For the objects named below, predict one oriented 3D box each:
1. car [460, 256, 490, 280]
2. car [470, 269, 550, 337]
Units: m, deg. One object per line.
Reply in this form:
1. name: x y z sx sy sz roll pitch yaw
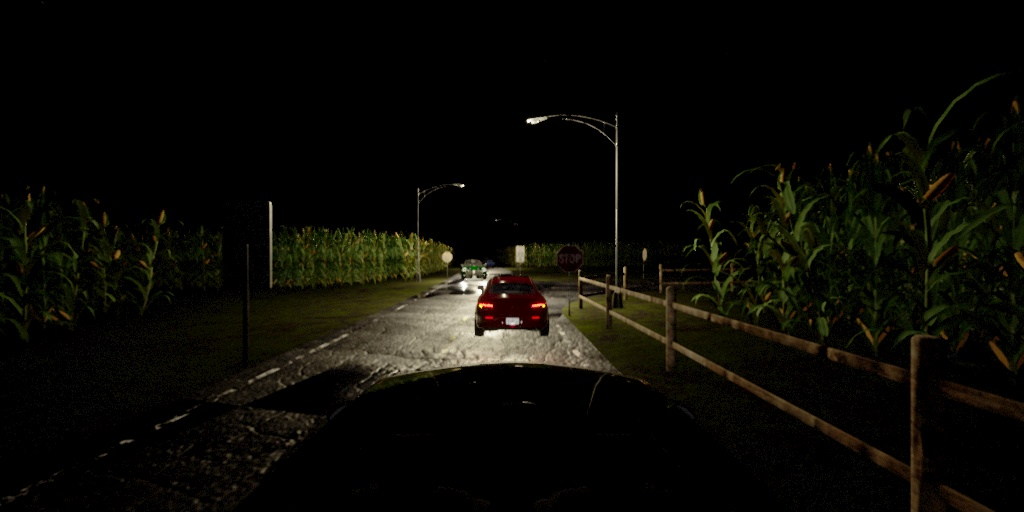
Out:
1. car: -3.347 1.100 30.800 2.097 1.767 4.553 0 0 -9
2. car: -0.030 1.272 10.197 1.812 1.442 4.674 0 0 -1
